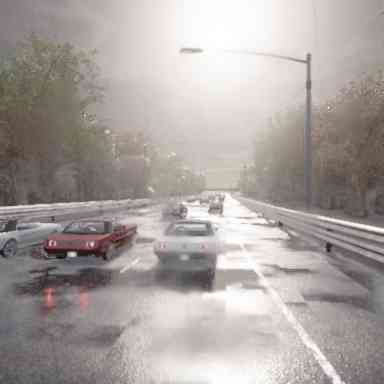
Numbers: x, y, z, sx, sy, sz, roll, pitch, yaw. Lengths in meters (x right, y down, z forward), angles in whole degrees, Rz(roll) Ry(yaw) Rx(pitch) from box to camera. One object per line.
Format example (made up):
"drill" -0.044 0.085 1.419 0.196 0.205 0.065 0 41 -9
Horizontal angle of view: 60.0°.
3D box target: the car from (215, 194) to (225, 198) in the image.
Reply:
"car" 7.974 2.029 91.335 1.837 1.490 4.892 0 0 6

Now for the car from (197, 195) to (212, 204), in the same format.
"car" 2.836 1.945 75.237 1.812 1.442 4.674 0 0 6

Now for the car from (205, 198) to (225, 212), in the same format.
"car" 3.115 1.816 43.045 2.033 1.411 5.357 0 0 6

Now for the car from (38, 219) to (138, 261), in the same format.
"car" -3.477 1.651 12.492 1.895 1.301 4.718 0 0 6

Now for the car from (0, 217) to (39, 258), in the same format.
"car" -6.958 1.626 12.842 1.895 1.301 4.718 0 0 6

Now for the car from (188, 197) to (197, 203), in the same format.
"car" -0.042 1.953 81.595 2.128 1.511 4.902 0 0 6

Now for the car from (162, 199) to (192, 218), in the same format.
"car" -1.570 1.718 31.457 2.033 1.411 5.357 0 0 6

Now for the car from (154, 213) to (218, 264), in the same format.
"car" 0.005 1.673 12.140 1.895 1.301 4.718 0 0 6
